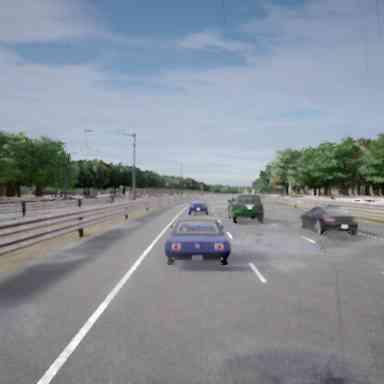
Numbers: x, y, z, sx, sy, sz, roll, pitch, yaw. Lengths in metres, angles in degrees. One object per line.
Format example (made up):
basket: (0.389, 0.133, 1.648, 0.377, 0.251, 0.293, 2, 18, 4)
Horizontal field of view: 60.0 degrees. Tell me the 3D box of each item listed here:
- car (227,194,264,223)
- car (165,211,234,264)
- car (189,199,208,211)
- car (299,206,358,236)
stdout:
car: (3.918, 1.141, 24.851, 2.150, 2.045, 5.566, 0, 0, 1)
car: (0.182, 1.561, 11.586, 1.895, 1.301, 4.718, 0, 0, 1)
car: (0.642, 1.417, 33.230, 1.812, 1.442, 4.674, 0, 0, 2)
car: (7.280, 1.469, 18.077, 1.812, 1.442, 4.674, 0, 0, 1)
